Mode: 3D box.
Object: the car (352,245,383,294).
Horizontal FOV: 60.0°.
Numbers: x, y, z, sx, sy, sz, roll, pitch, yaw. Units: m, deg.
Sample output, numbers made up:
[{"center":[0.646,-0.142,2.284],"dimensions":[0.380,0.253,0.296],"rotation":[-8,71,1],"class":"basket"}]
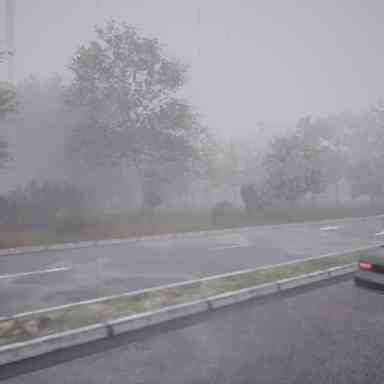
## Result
[{"center":[5.820,1.523,7.591],"dimensions":[5.357,1.411,2.033],"rotation":[0,0,-35],"class":"car"}]
